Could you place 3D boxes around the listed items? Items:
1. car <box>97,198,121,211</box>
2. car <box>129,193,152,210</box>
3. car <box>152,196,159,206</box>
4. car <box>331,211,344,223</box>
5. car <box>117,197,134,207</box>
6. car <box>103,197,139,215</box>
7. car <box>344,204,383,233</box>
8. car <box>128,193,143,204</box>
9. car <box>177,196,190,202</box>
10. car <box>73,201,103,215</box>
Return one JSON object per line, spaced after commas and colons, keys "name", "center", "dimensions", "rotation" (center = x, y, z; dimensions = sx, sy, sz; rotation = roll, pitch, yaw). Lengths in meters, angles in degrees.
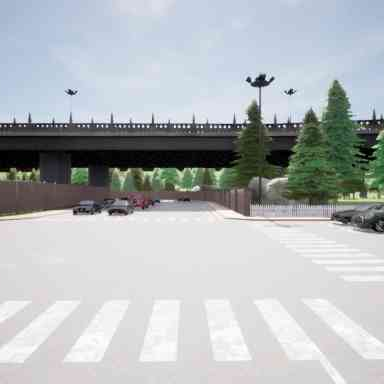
{"name": "car", "center": [-10.544, 1.526, 42.585], "dimensions": [1.812, 1.442, 4.674], "rotation": [0, 0, 0]}
{"name": "car", "center": [-7.045, 1.221, 43.767], "dimensions": [2.150, 2.045, 5.566], "rotation": [0, 0, 0]}
{"name": "car", "center": [-7.046, 1.564, 53.775], "dimensions": [1.994, 1.385, 4.181], "rotation": [0, 0, 0]}
{"name": "car", "center": [12.235, 1.492, 22.219], "dimensions": [5.357, 1.411, 2.033], "rotation": [0, 0, 2]}
{"name": "car", "center": [-10.540, 1.526, 52.765], "dimensions": [1.812, 1.442, 4.674], "rotation": [0, 0, 0]}
{"name": "car", "center": [-7.043, 1.547, 33.593], "dimensions": [2.033, 1.411, 5.357], "rotation": [0, 0, 0]}
{"name": "car", "center": [11.481, 1.297, 18.704], "dimensions": [4.553, 1.767, 2.097], "rotation": [0, 0, 2]}
{"name": "car", "center": [-10.690, 1.221, 63.473], "dimensions": [2.150, 2.045, 5.566], "rotation": [0, 0, -3]}
{"name": "car", "center": [-1.908, 1.553, 75.231], "dimensions": [1.994, 1.385, 4.181], "rotation": [0, 0, -19]}
{"name": "car", "center": [-10.569, 1.564, 33.870], "dimensions": [1.994, 1.385, 4.181], "rotation": [0, 0, 0]}
